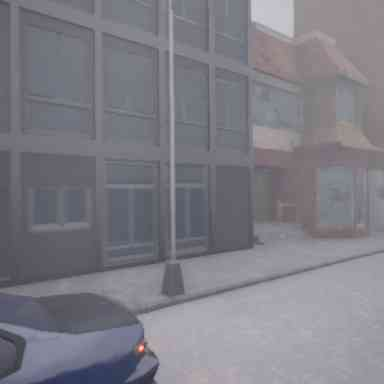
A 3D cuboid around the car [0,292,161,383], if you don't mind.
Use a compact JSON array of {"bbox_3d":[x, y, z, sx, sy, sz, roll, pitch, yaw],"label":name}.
[{"bbox_3d":[-2.872,1.595,2.439,5.357,1.411,2.033,0,-1,-37],"label":"car"}]
